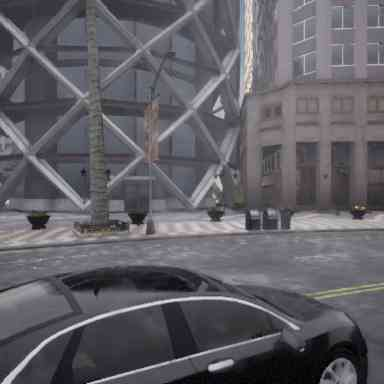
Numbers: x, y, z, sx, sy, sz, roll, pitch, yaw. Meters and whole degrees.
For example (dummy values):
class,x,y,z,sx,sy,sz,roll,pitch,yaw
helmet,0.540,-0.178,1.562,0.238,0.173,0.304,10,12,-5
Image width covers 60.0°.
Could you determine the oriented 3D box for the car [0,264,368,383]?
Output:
class,x,y,z,sx,sy,sz,roll,pitch,yaw
car,-0.295,1.503,3.183,4.892,1.490,1.837,0,0,-33
